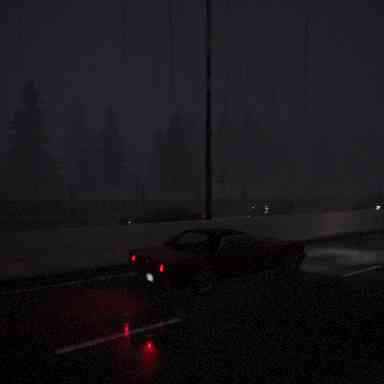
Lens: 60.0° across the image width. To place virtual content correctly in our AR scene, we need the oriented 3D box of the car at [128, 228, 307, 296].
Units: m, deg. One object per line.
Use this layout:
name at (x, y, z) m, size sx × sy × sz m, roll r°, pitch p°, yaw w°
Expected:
car at (0.876, 1.602, 8.665) m, size 4.718 × 1.301 × 1.895 m, roll 0°, pitch 0°, yaw -35°

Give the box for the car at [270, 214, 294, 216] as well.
car at (7.685, 1.354, 30.885) m, size 4.553 × 1.767 × 2.097 m, roll 0°, pitch 0°, yaw -35°

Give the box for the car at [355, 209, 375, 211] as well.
car at (16.050, 1.229, 28.167) m, size 5.566 × 2.045 × 2.150 m, roll 1°, pitch 0°, yaw -37°

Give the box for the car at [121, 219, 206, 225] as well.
car at (-1.688, 1.548, 19.976) m, size 5.357 × 1.411 × 2.033 m, roll 0°, pitch 0°, yaw -35°
